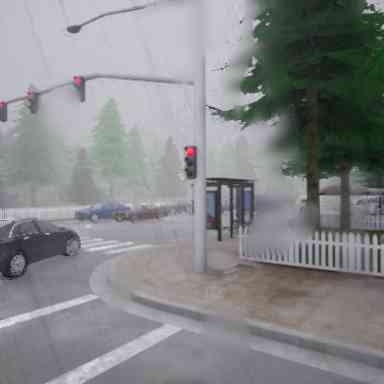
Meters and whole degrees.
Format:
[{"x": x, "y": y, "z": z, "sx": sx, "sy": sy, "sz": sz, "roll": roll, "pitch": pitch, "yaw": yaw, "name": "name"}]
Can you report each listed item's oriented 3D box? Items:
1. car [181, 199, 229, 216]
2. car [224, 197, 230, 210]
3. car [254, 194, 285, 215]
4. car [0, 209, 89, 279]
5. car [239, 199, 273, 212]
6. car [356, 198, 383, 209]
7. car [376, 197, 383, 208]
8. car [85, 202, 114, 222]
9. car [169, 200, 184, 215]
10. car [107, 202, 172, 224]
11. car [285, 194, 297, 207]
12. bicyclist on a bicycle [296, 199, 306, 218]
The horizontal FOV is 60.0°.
[{"x": 1.400, "y": 1.682, "z": 33.620, "sx": 1.895, "sy": 1.301, "sz": 4.718, "roll": -1, "pitch": 0, "yaw": 37, "name": "car"}, {"x": 4.892, "y": 1.453, "z": 43.048, "sx": 4.553, "sy": 1.767, "sz": 2.097, "roll": 0, "pitch": 0, "yaw": -44, "name": "car"}, {"x": 7.392, "y": 1.274, "z": 35.401, "sx": 2.150, "sy": 2.045, "sz": 5.566, "roll": -1, "pitch": 0, "yaw": 40, "name": "car"}, {"x": -5.283, "y": 1.548, "z": 10.283, "sx": 1.837, "sy": 1.490, "sz": 4.892, "roll": -3, "pitch": 0, "yaw": 9, "name": "car"}, {"x": 7.970, "y": 1.639, "z": 41.216, "sx": 4.181, "sy": 1.385, "sz": 1.994, "roll": 0, "pitch": 0, "yaw": -43, "name": "car"}, {"x": 23.427, "y": 1.481, "z": 42.993, "sx": 4.902, "sy": 1.511, "sz": 2.128, "roll": 0, "pitch": 0, "yaw": -24, "name": "car"}, {"x": 29.738, "y": 1.466, "z": 48.557, "sx": 4.902, "sy": 1.511, "sz": 2.128, "roll": 0, "pitch": 0, "yaw": -12, "name": "car"}, {"x": -7.333, "y": 1.586, "z": 27.606, "sx": 1.882, "sy": 1.535, "sz": 5.008, "roll": -1, "pitch": 0, "yaw": 36, "name": "car"}, {"x": -1.658, "y": 1.585, "z": 35.309, "sx": 1.882, "sy": 1.535, "sz": 5.008, "roll": -1, "pitch": 0, "yaw": 37, "name": "car"}, {"x": -4.027, "y": 1.683, "z": 26.230, "sx": 1.895, "sy": 1.301, "sz": 4.718, "roll": -1, "pitch": 0, "yaw": 36, "name": "car"}, {"x": 13.147, "y": 1.302, "z": 49.693, "sx": 5.566, "sy": 2.045, "sz": 2.150, "roll": 0, "pitch": 0, "yaw": -31, "name": "car"}, {"x": 7.683, "y": 1.294, "z": 22.036, "sx": 1.656, "sy": 1.620, "sz": 0.582, "roll": -1, "pitch": -1, "yaw": 36, "name": "bicyclist on a bicycle"}]
